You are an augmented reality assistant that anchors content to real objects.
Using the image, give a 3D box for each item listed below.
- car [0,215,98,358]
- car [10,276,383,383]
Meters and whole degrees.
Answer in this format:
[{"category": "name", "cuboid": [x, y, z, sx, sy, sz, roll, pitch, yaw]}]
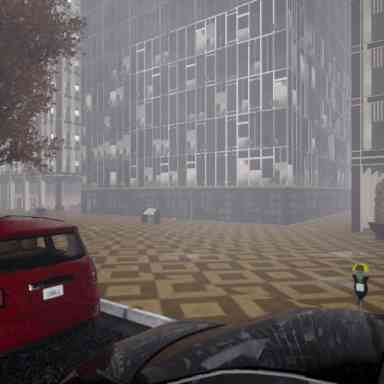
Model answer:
[{"category": "car", "cuboid": [-3.652, 1.320, 5.494, 5.009, 1.841, 2.192, 0, 0, 36]}, {"category": "car", "cuboid": [0.839, 1.566, 2.279, 4.313, 1.339, 1.947, 0, 0, 36]}]
